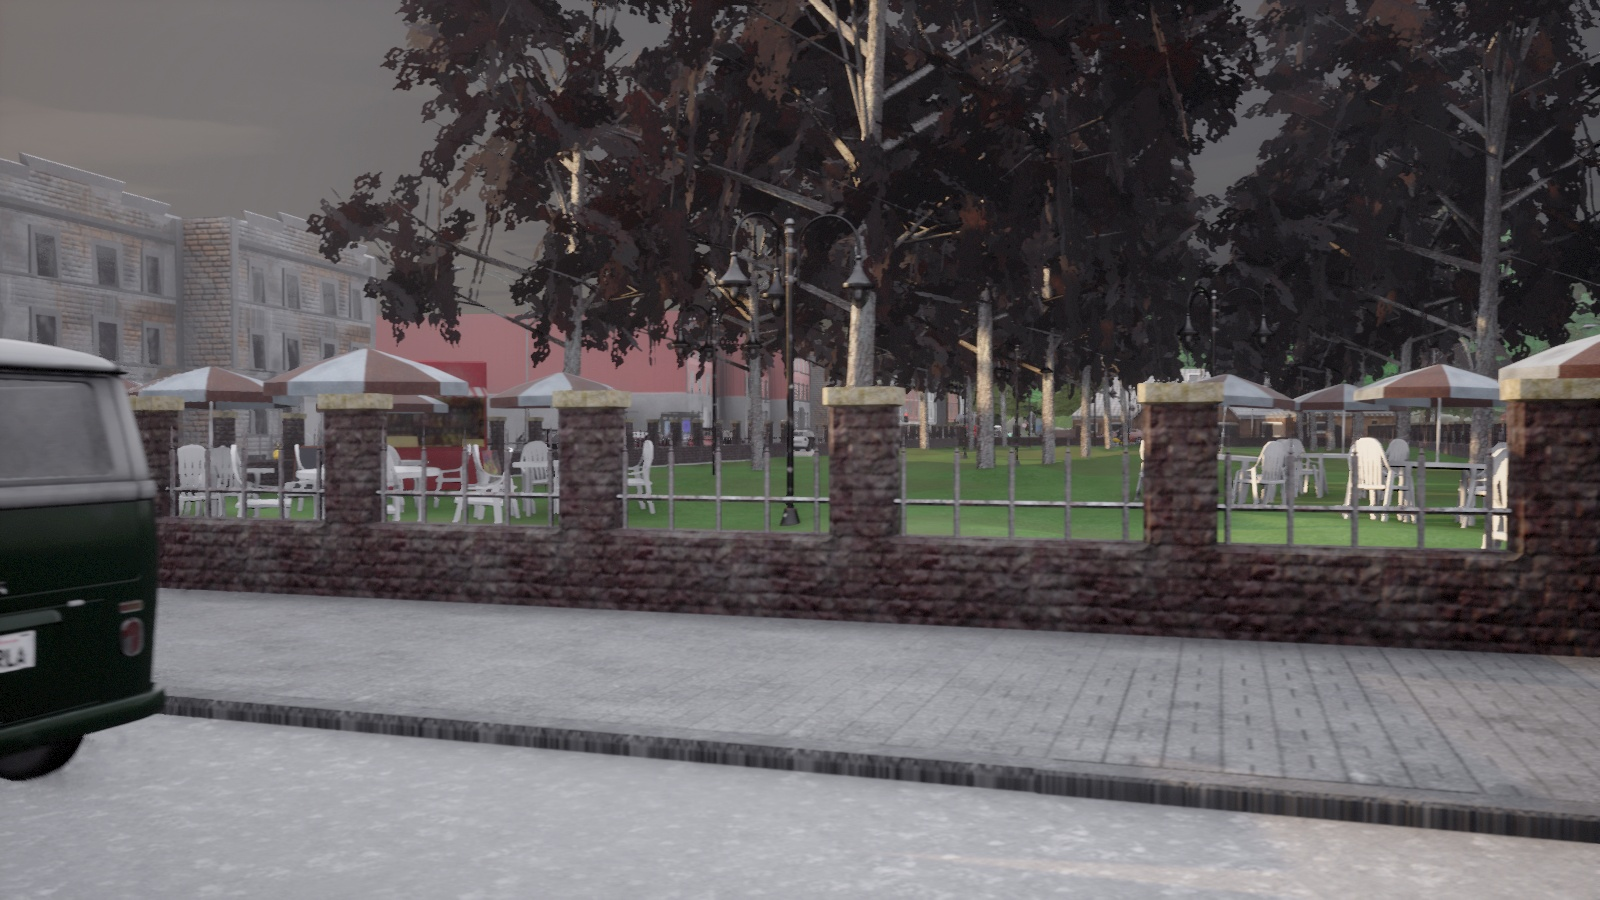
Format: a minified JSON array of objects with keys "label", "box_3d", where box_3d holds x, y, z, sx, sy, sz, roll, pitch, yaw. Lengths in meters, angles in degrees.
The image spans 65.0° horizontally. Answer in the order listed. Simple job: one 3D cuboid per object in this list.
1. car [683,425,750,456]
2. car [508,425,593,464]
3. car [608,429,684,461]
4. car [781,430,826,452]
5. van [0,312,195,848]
[{"label":"car","box_3d":[-4.783,-0.566,72.324,2.242,1.667,4.611,1,1,19]},{"label":"car","box_3d":[-10.752,-0.248,54.414,1.851,1.617,3.988,1,1,18]},{"label":"car","box_3d":[-7.721,-0.303,63.524,1.882,1.535,5.008,1,1,18]},{"label":"car","box_3d":[0.262,-0.668,87.437,1.970,1.475,3.806,1,1,19]},{"label":"van","box_3d":[-5.056,0.458,5.394,4.442,1.987,1.775,1,1,18]}]
